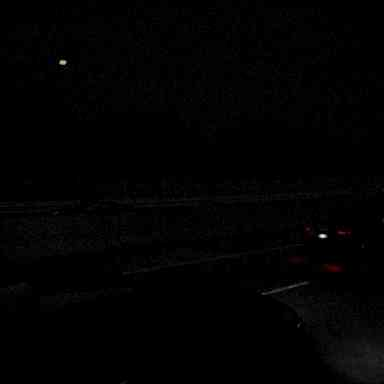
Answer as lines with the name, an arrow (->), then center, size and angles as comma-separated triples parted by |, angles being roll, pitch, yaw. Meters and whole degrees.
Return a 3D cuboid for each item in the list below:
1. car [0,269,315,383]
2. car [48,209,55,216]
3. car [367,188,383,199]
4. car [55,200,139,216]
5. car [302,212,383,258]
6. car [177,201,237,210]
car -> -0.824, 1.513, 3.149 | 4.674, 1.442, 1.812 | -1, 1, -35
car -> -7.752, 1.381, 24.205 | 5.008, 1.535, 1.882 | -1, 1, -35
car -> 27.137, 0.274, 47.781 | 4.892, 1.490, 1.837 | -3, 2, -33
car -> -5.763, 1.382, 21.324 | 5.008, 1.535, 1.882 | -1, 1, -35
car -> 5.995, 1.418, 12.229 | 4.181, 1.385, 1.994 | -1, 1, -35
car -> 0.866, 1.325, 21.688 | 4.902, 1.511, 2.128 | -1, 1, -35
